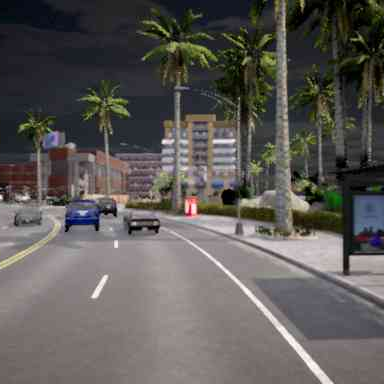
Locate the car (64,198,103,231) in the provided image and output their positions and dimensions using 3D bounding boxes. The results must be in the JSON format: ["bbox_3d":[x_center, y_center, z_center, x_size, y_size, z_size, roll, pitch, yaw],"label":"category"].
[{"bbox_3d":[-7.658,1.518,23.252,2.150,2.045,5.566,0,-1,-18],"label":"car"}]

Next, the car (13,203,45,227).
[{"bbox_3d":[-12.689,1.840,26.018,1.837,1.490,4.892,1,-1,-23],"label":"car"}]

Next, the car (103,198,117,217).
[{"bbox_3d":[-9.872,1.683,36.544,2.150,2.045,5.566,0,-1,-29],"label":"car"}]

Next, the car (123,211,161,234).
[{"bbox_3d":[-3.307,1.865,21.156,1.895,1.301,4.718,0,-1,-16],"label":"car"}]
